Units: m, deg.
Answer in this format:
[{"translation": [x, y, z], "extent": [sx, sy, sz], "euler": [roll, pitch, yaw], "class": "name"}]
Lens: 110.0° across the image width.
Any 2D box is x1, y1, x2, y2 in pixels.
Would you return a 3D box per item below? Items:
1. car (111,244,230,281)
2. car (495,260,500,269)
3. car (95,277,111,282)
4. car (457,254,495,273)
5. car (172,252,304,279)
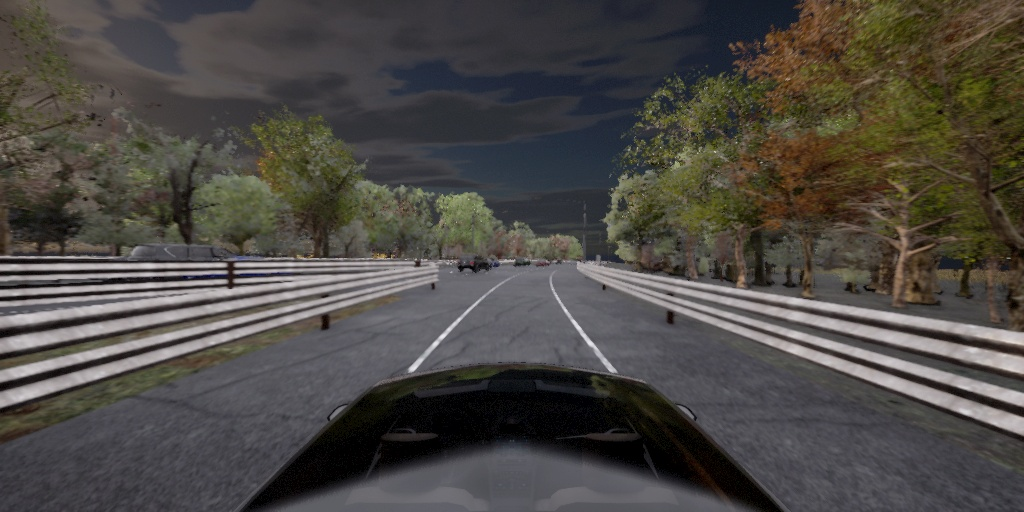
[{"translation": [-15.551, 0.475, 18.030], "extent": [2.150, 2.045, 5.566], "euler": [0, -1, 18], "class": "car"}, {"translation": [-3.431, 1.100, 55.730], "extent": [2.097, 1.767, 4.553], "euler": [1, -1, 18], "class": "car"}, {"translation": [-18.884, 0.720, 19.111], "extent": [2.128, 1.511, 4.902], "euler": [0, -1, 18], "class": "car"}, {"translation": [-4.311, 0.861, 41.358], "extent": [2.150, 2.045, 5.566], "euler": [2, 0, 18], "class": "car"}, {"translation": [-12.249, 0.762, 16.881], "extent": [1.882, 1.535, 5.008], "euler": [0, -1, 18], "class": "car"}]
